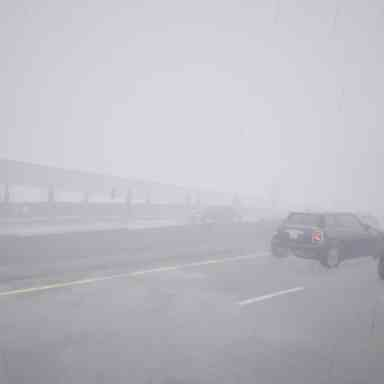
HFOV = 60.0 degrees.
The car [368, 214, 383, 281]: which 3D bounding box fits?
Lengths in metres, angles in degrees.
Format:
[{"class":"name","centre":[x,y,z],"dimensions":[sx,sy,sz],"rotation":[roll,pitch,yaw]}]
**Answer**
[{"class":"car","centre":[6.855,1.425,8.638],"dimensions":[4.553,1.767,2.097],"rotation":[2,-1,-35]}]

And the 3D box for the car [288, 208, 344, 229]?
[{"class":"car","centre":[10.819,2.311,28.904],"dimensions":[4.902,1.511,2.128],"rotation":[6,-3,-35]}]

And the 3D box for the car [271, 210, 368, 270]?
[{"class":"car","centre":[4.873,1.427,11.523],"dimensions":[4.553,1.767,2.097],"rotation":[2,-1,-35]}]

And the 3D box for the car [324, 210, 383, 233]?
[{"class":"car","centre":[12.678,2.294,25.932],"dimensions":[4.902,1.511,2.128],"rotation":[6,-3,-35]}]

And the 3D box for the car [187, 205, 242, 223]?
[{"class":"car","centre":[1.892,1.795,26.838],"dimensions":[4.892,1.490,1.837],"rotation":[3,-2,-35]}]
